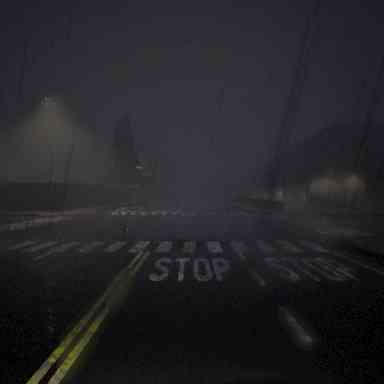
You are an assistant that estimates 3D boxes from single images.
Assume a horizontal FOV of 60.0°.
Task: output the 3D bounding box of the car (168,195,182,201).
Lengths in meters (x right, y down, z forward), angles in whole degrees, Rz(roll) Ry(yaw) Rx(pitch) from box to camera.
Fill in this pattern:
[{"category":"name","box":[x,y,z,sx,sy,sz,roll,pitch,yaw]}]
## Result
[{"category":"car","box":[-4.223,1.537,84.423,2.033,1.411,5.357,0,0,17]}]
